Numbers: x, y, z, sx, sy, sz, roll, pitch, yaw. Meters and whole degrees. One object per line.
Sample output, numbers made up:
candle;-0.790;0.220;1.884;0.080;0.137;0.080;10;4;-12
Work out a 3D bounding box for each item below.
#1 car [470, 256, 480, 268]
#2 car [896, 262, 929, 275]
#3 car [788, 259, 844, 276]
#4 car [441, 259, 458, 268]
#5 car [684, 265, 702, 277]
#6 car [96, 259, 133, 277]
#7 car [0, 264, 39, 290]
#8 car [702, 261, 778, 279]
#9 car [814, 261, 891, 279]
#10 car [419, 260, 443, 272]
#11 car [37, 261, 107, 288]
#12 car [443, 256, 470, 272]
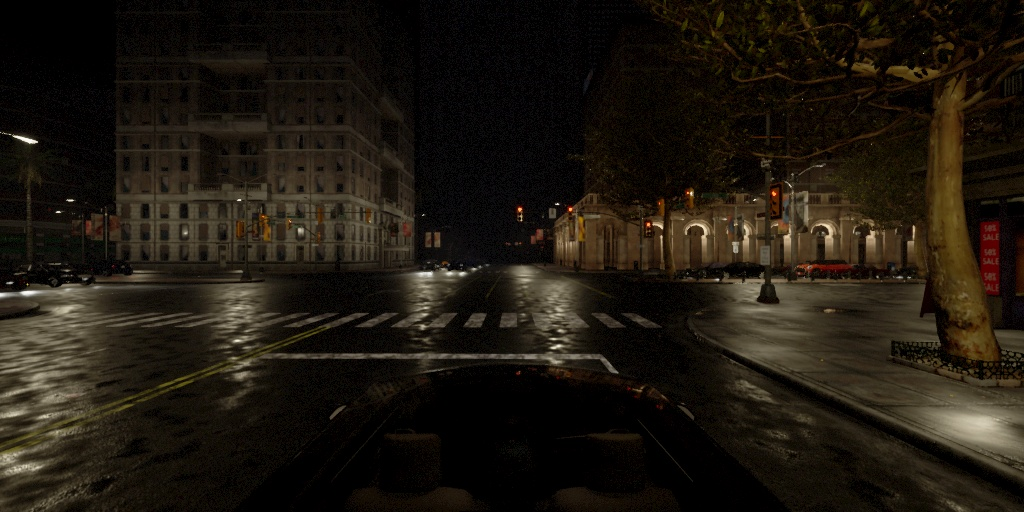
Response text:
car;-6.925;1.227;59.304;1.882;1.535;5.008;0;0;0
car;40.498;1.297;34.480;5.357;1.411;2.033;0;0;1
car;29.938;1.102;34.577;4.553;1.767;2.097;0;0;0
car;-10.417;1.227;59.949;1.882;1.535;5.008;0;0;0
car;19.649;1.297;34.666;5.357;1.411;2.033;0;0;1
car;-40.254;1.102;35.167;4.553;1.767;2.097;0;0;0
car;-29.795;1.314;19.887;4.181;1.385;1.994;0;0;1
car;19.704;1.228;31.165;5.008;1.535;1.882;0;0;0
car;29.581;1.351;31.082;4.718;1.301;1.895;0;0;1
car;-10.627;1.242;46.693;2.128;1.511;4.902;0;0;4
car;-30.235;1.242;23.398;4.902;1.511;2.128;0;0;1
car;-6.981;1.101;45.716;2.097;1.767;4.553;0;0;0
